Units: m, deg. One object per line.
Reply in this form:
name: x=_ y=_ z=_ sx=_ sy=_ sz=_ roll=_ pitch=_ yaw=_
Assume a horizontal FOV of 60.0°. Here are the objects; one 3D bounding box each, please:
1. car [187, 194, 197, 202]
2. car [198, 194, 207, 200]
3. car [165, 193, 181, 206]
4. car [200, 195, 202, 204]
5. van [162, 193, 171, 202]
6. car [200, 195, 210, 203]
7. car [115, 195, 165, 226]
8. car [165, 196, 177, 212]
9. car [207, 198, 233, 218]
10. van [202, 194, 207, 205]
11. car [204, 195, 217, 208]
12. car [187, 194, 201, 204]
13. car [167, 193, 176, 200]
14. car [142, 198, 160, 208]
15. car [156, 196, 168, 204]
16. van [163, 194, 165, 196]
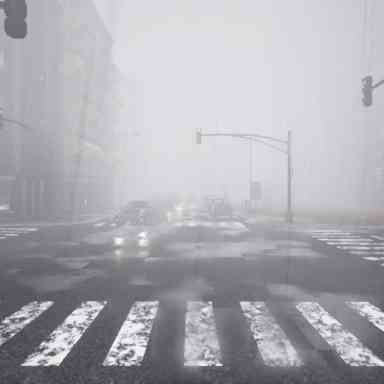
car: x=0.061 y=1.264 z=70.995 sx=2.097 sy=1.767 sz=4.553 roll=0 pitch=0 yaw=0
car: x=2.721 y=1.313 z=86.427 sx=1.967 sy=1.590 sz=4.097 roll=-1 pitch=0 yaw=0
car: x=-3.059 y=1.162 z=54.365 sx=2.150 sy=2.045 sz=5.566 roll=0 pitch=0 yaw=0
car: x=2.670 y=1.490 z=52.552 sx=1.887 sy=1.381 sz=4.507 roll=-1 pitch=0 yaw=0
van: x=-5.669 y=1.242 z=75.108 sx=1.690 sy=1.788 sz=3.998 roll=-1 pitch=0 yaw=0
car: x=2.683 y=1.353 z=69.490 sx=1.967 sy=1.590 sz=4.097 roll=-1 pitch=0 yaw=0
car: x=-3.628 y=1.336 z=23.008 sx=2.097 sy=1.767 sz=4.553 roll=0 pitch=0 yaw=9
car: x=-3.078 y=1.530 z=37.941 sx=1.994 sy=1.385 sz=4.181 roll=0 pitch=0 yaw=0
car: x=2.660 y=1.522 z=29.969 sx=1.887 sy=1.381 sz=4.507 roll=-1 pitch=0 yaw=0
van: x=2.665 y=1.295 z=46.906 sx=1.690 sy=1.788 sz=3.998 roll=-1 pitch=0 yaw=0
car: x=2.661 y=1.410 z=35.614 sx=1.967 sy=1.590 sz=4.097 roll=-1 pitch=0 yaw=0
car: x=0.129 y=1.479 z=60.369 sx=2.033 sy=1.411 sz=5.357 roll=0 pitch=0 yaw=0
car: x=-5.662 y=1.173 z=92.047 sx=2.192 sy=1.841 sz=5.009 roll=-1 pitch=0 yaw=0
car: x=-5.679 y=1.520 z=46.877 sx=1.947 sy=1.339 sz=4.313 roll=-1 pitch=0 yaw=0
car: x=-5.672 y=1.470 z=63.814 sx=1.887 sy=1.381 sz=4.507 roll=-1 pitch=0 yaw=0
van: x=-5.680 y=1.286 z=52.523 sx=1.690 sy=1.788 sz=3.998 roll=-1 pitch=0 yaw=0
